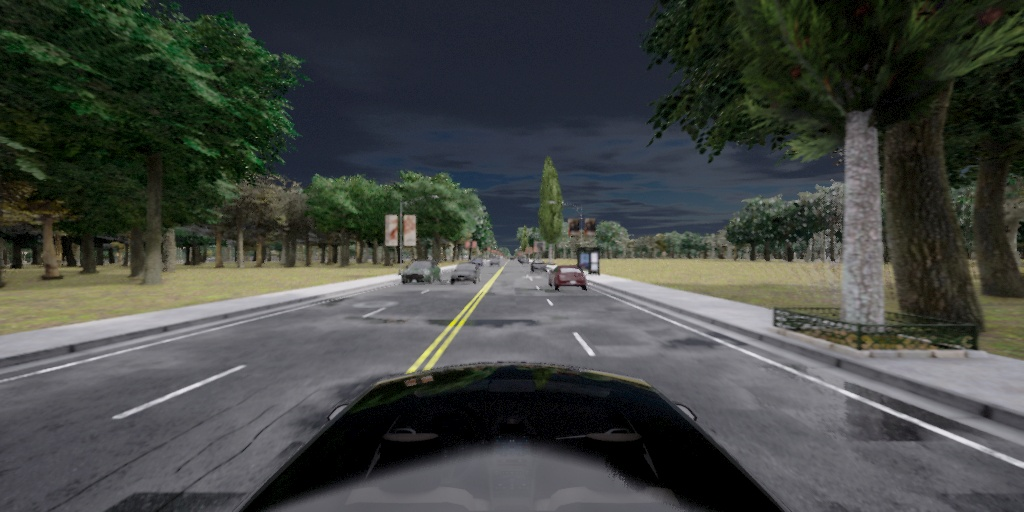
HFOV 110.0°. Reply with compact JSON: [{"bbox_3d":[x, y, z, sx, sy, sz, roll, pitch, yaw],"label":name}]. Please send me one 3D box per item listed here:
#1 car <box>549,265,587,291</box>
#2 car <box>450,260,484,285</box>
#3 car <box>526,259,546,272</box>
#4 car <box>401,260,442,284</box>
[{"bbox_3d":[3.357,1.277,21.987,1.812,1.442,4.674,0,0,0],"label":"car"},{"bbox_3d":[-3.340,1.258,26.434,1.837,1.490,4.892,0,0,0],"label":"car"},{"bbox_3d":[3.360,1.249,46.530,2.128,1.511,4.902,0,0,0],"label":"car"},{"bbox_3d":[-6.590,1.104,26.452,2.097,1.767,4.553,0,0,0],"label":"car"}]
